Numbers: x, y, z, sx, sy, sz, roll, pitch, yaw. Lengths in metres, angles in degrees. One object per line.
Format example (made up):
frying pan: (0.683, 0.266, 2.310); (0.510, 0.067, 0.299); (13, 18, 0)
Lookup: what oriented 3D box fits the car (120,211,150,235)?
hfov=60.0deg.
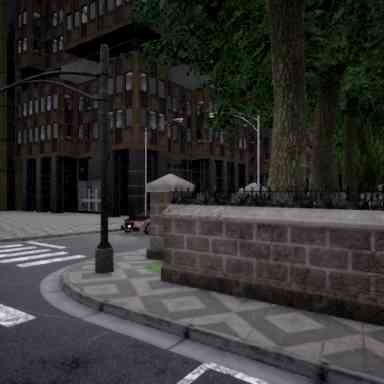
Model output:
car: (-2.595, 1.915, 21.562); (1.994, 1.385, 4.181); (0, -1, 35)
